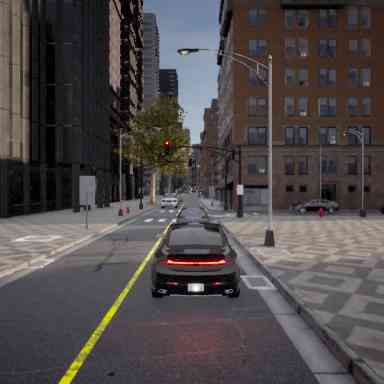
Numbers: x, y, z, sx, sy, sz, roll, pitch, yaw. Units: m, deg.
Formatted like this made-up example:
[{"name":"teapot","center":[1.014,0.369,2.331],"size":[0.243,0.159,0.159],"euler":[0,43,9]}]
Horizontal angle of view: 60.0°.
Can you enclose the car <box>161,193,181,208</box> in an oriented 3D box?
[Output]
[{"name":"car","center":[-3.090,1.222,47.036],"size":[2.150,2.045,5.566],"euler":[0,0,0]}]

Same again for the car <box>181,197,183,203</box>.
[{"name":"car","center":[-3.091,1.602,58.349],"size":[1.895,1.301,4.718],"euler":[0,0,0]}]

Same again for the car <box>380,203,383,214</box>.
[{"name":"car","center":[20.261,1.327,30.999],"size":[4.553,1.767,2.097],"euler":[0,0,0]}]

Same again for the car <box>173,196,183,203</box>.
[{"name":"car","center":[-3.008,1.554,72.250],"size":[1.994,1.385,4.181],"euler":[0,0,0]}]

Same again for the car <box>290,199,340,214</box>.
[{"name":"car","center":[12.610,1.471,34.241],"size":[4.902,1.511,2.128],"euler":[0,0,0]}]

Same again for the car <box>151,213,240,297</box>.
[{"name":"car","center":[0.082,1.505,8.527],"size":[1.837,1.490,4.892],"euler":[0,0,0]}]

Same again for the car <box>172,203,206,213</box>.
[{"name":"car","center":[0.057,1.547,18.263],"size":[2.033,1.411,5.357],"euler":[0,0,0]}]
